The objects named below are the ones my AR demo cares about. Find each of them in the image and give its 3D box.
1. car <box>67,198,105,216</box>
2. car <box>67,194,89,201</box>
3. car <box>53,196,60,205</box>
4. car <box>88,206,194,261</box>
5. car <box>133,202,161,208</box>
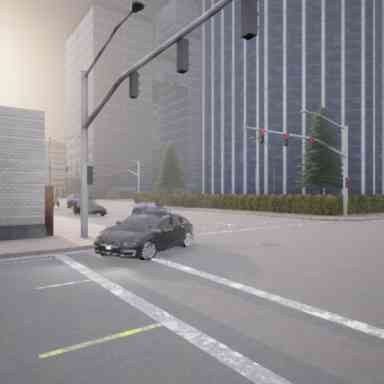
[{"bbox_3d":[-9.840,1.603,31.734,2.033,1.411,5.357,0,0,-36],"label":"car"},{"bbox_3d":[-15.647,1.282,45.929,2.150,2.045,5.566,0,0,-35],"label":"car"},{"bbox_3d":[-19.165,1.273,44.850,1.837,1.490,4.892,0,0,-36],"label":"car"},{"bbox_3d":[-1.545,1.521,12.559,1.837,1.490,4.892,4,1,25],"label":"car"},{"bbox_3d":[-3.626,1.581,29.118,1.812,1.442,4.674,0,0,-36],"label":"car"}]
